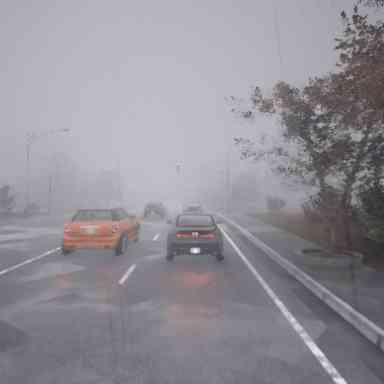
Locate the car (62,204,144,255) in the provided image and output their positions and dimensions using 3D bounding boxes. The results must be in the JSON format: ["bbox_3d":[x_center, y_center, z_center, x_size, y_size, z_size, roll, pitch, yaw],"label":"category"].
[{"bbox_3d":[-3.401,1.327,13.254,2.097,1.767,4.553,0,0,0],"label":"car"}]

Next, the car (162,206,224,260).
[{"bbox_3d":[0.099,1.484,12.350,1.837,1.490,4.892,0,0,0],"label":"car"}]

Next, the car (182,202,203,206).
[{"bbox_3d":[0.081,1.596,29.733,1.812,1.442,4.674,0,-1,0],"label":"car"}]

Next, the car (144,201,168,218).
[{"bbox_3d":[-3.401,1.607,31.184,1.837,1.490,4.892,0,-1,0],"label":"car"}]
